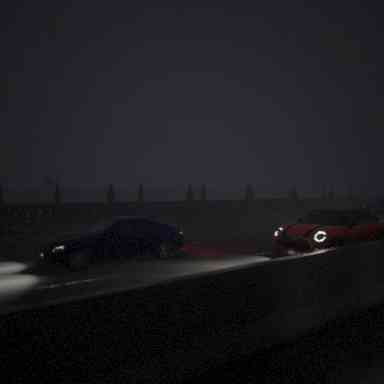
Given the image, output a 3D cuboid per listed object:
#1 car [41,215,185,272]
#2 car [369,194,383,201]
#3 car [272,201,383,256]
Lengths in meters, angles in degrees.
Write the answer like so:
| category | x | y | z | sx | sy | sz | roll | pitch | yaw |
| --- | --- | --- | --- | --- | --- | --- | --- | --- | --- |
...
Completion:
| category | x | y | z | sx | sy | sz | roll | pitch | yaw |
| --- | --- | --- | --- | --- | --- | --- | --- | --- | --- |
| car | -2.395 | 1.523 | 10.882 | 4.674 | 1.442 | 1.812 | 0 | 0 | -35 |
| car | 17.178 | 1.205 | 29.150 | 5.566 | 2.045 | 2.150 | 0 | 0 | -36 |
| car | 4.966 | 1.346 | 11.832 | 4.553 | 1.767 | 2.097 | 0 | 0 | -35 |
